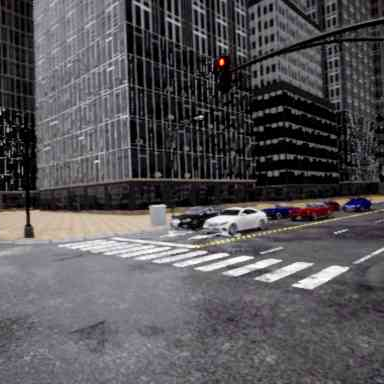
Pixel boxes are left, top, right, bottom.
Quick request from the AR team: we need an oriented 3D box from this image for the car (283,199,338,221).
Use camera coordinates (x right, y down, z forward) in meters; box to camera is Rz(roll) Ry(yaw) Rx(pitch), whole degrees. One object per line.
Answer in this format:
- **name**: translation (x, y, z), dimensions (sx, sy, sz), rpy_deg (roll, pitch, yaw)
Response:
- **car**: translation (9.572, 1.544, 26.668), dimensions (1.895, 1.301, 4.718), rpy_deg (-3, -1, 44)

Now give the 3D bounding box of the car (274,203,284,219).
- **car**: translation (7.622, 1.664, 29.329), dimensions (1.895, 1.301, 4.718), rpy_deg (-3, -1, 44)

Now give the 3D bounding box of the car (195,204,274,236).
- **car**: translation (2.628, 1.624, 19.454), dimensions (1.812, 1.442, 4.674), rpy_deg (-3, -1, 44)

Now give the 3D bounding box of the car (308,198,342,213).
- **car**: translation (14.663, 1.469, 36.639), dimensions (1.994, 1.385, 4.181), rpy_deg (-3, -1, 44)

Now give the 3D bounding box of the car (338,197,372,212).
- **car**: translation (17.284, 1.295, 34.675), dimensions (1.812, 1.442, 4.674), rpy_deg (-3, -1, 44)

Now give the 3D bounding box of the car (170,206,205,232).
- **car**: translation (0.659, 1.711, 22.092), dimensions (2.128, 1.511, 4.902), rpy_deg (-3, -1, 44)
